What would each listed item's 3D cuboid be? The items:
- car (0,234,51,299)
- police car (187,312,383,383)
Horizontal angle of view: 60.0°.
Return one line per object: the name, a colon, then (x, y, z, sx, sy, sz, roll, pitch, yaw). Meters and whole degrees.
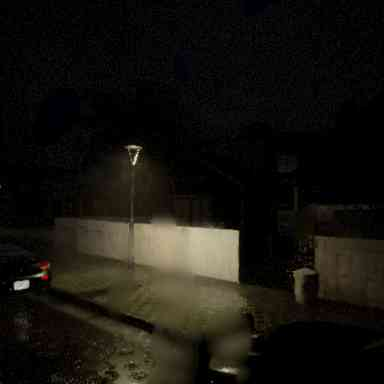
car: (-5.294, 1.808, 8.446, 4.674, 1.442, 1.812, -1, -3, 41)
police car: (2.245, 1.558, 2.117, 5.238, 1.638, 1.930, -1, -3, 39)
